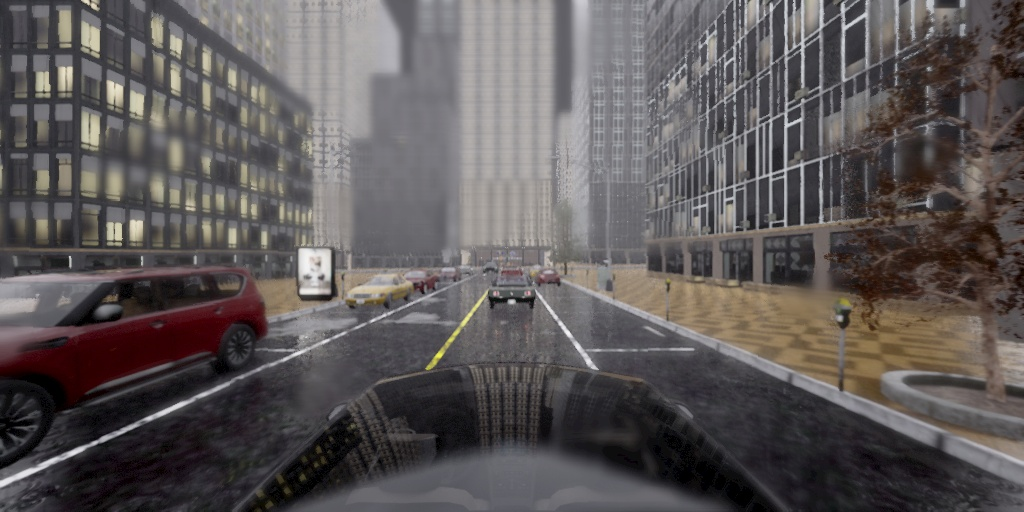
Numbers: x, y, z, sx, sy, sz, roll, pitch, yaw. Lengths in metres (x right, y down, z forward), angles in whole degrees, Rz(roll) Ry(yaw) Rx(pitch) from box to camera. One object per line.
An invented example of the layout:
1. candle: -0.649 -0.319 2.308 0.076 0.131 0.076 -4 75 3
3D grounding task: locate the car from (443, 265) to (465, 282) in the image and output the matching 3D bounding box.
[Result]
1. car: -5.695 1.626 32.735 1.802 1.307 4.207 0 0 0

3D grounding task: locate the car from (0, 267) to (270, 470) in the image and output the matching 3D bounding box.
1. car: -5.691 1.095 4.939 2.192 1.841 5.009 0 0 0

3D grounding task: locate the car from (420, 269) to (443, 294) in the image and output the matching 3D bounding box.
1. car: -5.693 1.483 21.616 1.888 1.381 4.507 0 0 0

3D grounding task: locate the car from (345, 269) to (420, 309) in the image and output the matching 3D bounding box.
1. car: -5.693 1.411 15.887 1.751 1.417 4.829 0 0 0

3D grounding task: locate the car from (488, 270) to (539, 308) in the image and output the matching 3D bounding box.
1. car: 0.000 1.485 15.953 1.895 1.301 4.718 0 -1 0

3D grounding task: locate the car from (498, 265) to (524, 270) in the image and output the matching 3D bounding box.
1. car: 0.001 1.508 31.322 1.882 1.535 5.008 0 0 0

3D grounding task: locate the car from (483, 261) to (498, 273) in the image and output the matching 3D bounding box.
1. car: -3.010 1.572 51.518 2.097 1.767 4.553 0 0 0

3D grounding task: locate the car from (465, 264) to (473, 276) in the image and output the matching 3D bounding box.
1. car: -5.697 1.700 43.853 2.007 1.370 4.403 0 0 0

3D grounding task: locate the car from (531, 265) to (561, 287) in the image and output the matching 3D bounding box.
1. car: 2.687 1.573 27.177 1.802 1.307 4.207 0 0 0
